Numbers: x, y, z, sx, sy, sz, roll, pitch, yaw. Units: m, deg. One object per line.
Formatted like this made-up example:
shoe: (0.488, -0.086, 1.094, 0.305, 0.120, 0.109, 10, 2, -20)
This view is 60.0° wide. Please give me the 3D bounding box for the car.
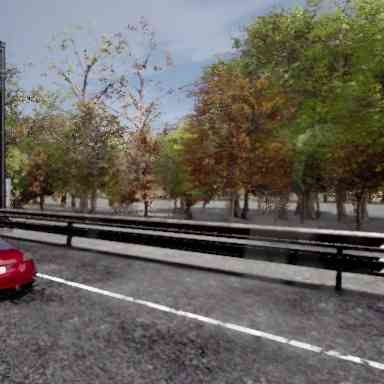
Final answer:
car: (-5.515, 1.544, 7.792, 4.181, 1.385, 1.994, 0, 0, 35)
